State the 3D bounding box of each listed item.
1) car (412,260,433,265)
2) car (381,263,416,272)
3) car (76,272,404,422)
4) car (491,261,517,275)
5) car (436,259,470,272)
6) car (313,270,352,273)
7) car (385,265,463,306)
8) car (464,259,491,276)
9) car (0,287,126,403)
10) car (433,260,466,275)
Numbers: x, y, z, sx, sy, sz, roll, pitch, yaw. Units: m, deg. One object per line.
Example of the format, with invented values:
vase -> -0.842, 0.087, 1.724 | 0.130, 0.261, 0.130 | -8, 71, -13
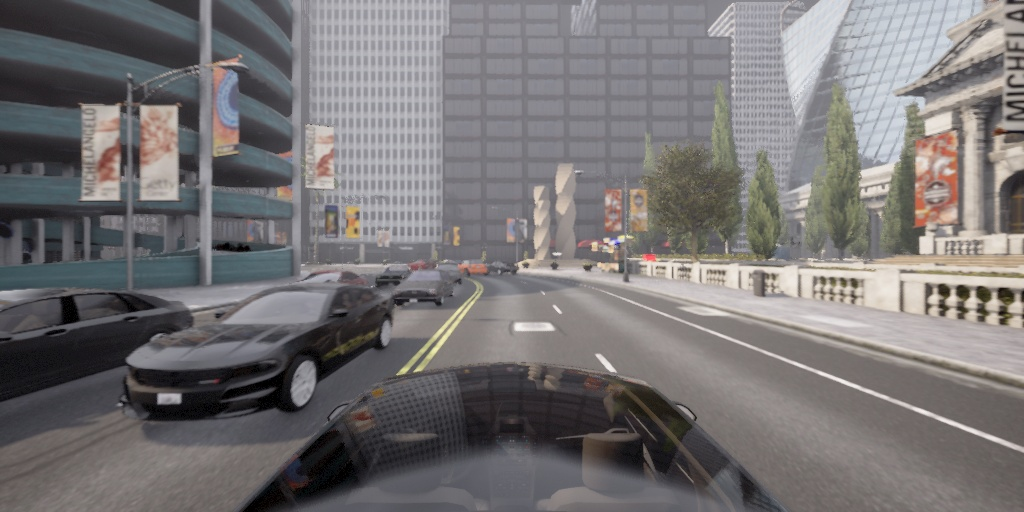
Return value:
car -> -12.045, 1.237, 47.616 | 1.882, 1.535, 5.008 | 0, 0, -45
car -> -7.770, 1.357, 24.019 | 1.895, 1.301, 4.718 | 0, 0, -10
car -> -3.624, 1.231, 6.276 | 1.882, 1.535, 5.008 | 0, 0, 0
car -> -1.189, 1.256, 38.499 | 1.837, 1.490, 4.892 | 0, 0, -29
car -> -8.059, 1.249, 48.534 | 2.128, 1.511, 4.902 | 0, 0, -43
car -> -7.191, 1.282, 14.161 | 1.812, 1.442, 4.674 | 0, 0, -1
car -> -3.706, 1.301, 16.099 | 2.033, 1.411, 5.357 | 0, 0, -1
car -> -4.212, 1.104, 36.668 | 2.097, 1.767, 4.553 | 0, 0, -26
car -> -7.117, 1.261, 4.962 | 1.837, 1.490, 4.892 | 0, 0, 0
car -> -4.633, 1.259, 26.160 | 1.837, 1.490, 4.892 | 0, 0, -11
